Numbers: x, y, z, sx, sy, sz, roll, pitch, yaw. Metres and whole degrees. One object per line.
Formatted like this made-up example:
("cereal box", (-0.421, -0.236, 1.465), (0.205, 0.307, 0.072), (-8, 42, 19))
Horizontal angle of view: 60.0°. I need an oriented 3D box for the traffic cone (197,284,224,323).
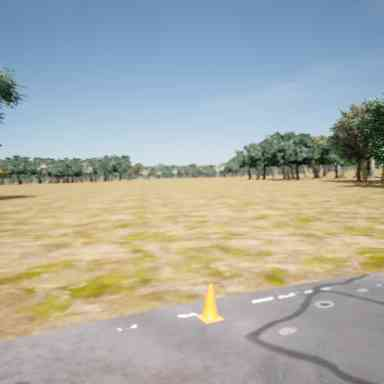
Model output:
("traffic cone", (0.320, 1.867, 5.694), (0.340, 0.580, 0.340), (0, 1, -29))
